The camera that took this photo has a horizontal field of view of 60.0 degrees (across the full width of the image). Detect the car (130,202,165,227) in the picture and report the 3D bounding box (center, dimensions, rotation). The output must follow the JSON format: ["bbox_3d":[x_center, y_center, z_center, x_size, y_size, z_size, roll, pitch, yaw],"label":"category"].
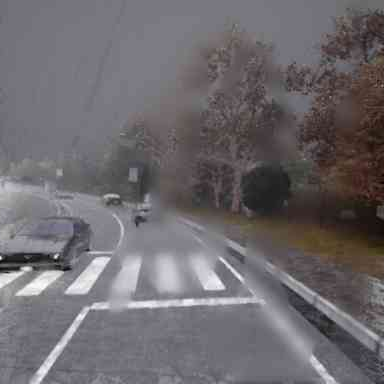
[{"bbox_3d":[-3.008,1.414,22.233,2.128,1.511,4.902,1,1,-14],"label":"car"}]

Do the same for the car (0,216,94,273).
[{"bbox_3d":[-4.479,1.531,10.960,2.033,1.411,5.357,0,0,-8],"label":"car"}]

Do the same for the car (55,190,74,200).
[{"bbox_3d":[-19.103,0.468,49.674,1.994,1.385,4.181,2,2,-33],"label":"car"}]

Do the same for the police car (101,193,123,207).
[{"bbox_3d":[-10.018,0.898,41.172,1.930,1.638,5.238,1,1,-26],"label":"police car"}]
